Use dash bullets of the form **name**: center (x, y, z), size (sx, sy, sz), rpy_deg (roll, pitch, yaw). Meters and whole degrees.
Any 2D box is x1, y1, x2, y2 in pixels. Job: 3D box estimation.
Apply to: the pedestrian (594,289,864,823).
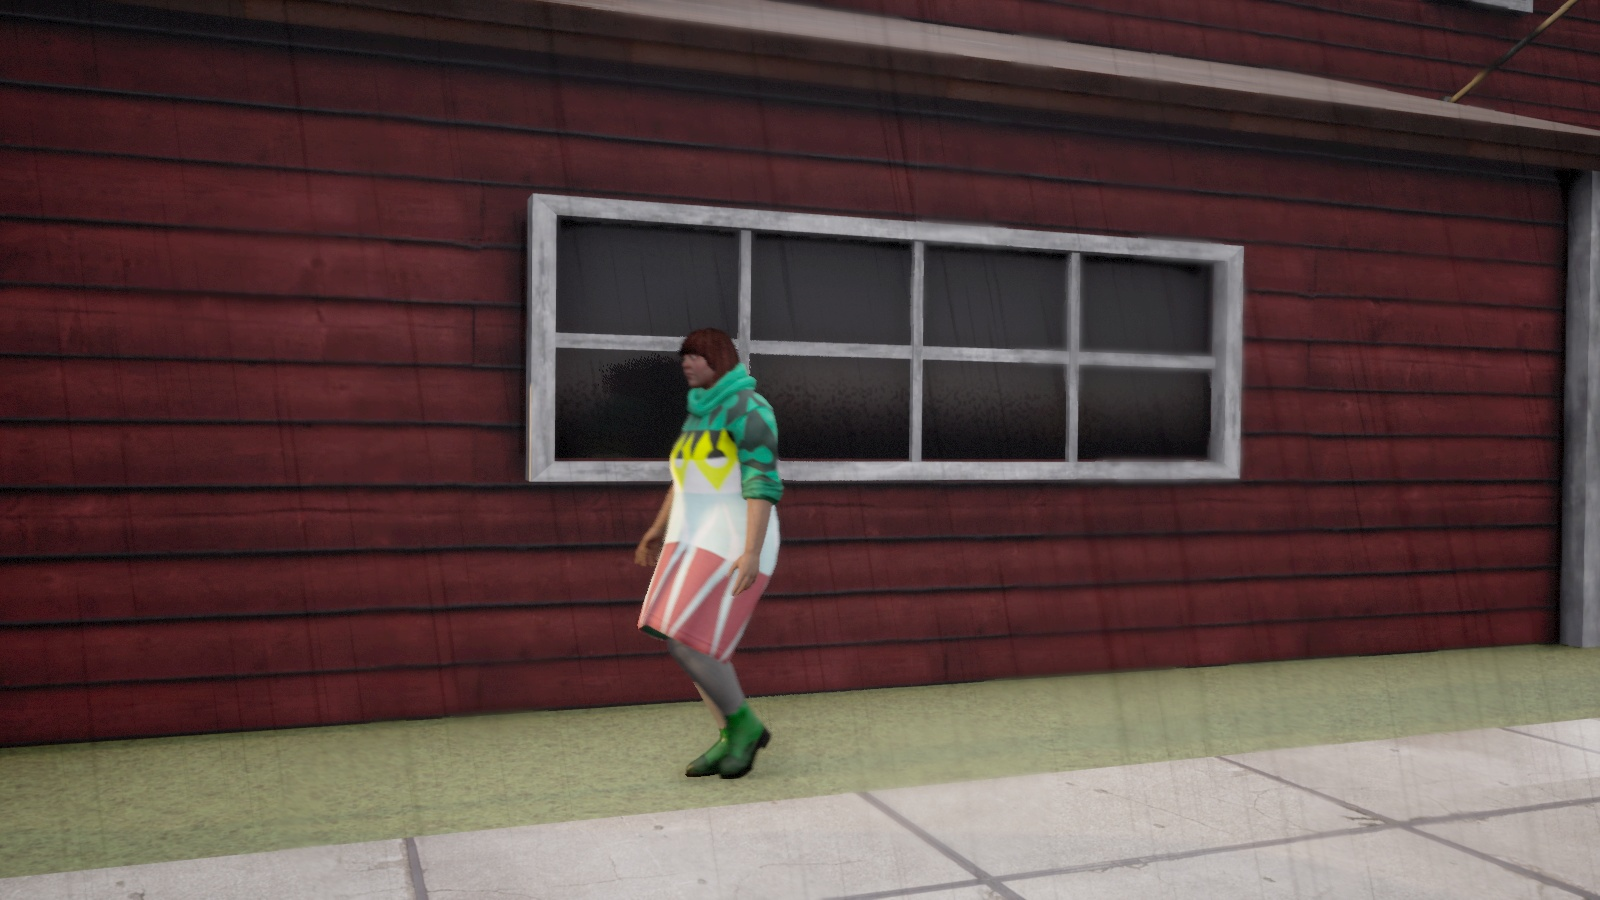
- **pedestrian**: center (-0.297, 0.381, 5.075), size (0.873, 1.952, 0.659), rpy_deg (-1, 1, -27)
